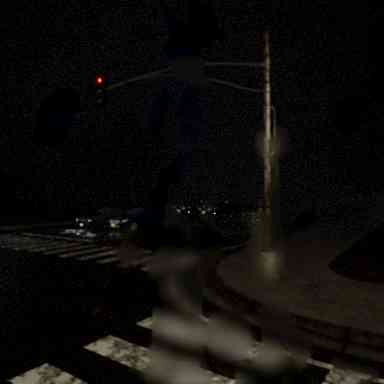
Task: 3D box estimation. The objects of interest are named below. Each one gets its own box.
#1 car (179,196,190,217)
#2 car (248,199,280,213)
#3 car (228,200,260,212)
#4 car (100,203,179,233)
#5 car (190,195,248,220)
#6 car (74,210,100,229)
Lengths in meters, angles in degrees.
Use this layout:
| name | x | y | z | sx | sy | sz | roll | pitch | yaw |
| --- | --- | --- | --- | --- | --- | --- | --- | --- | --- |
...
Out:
| name | x | y | z | sx | sy | sz | roll | pitch | yaw |
| --- | --- | --- | --- | --- | --- | --- | --- | --- | --- |
| car | 0.397 | 1.335 | 31.761 | 2.150 | 2.045 | 5.566 | -1 | 0 | 35 |
| car | 8.461 | 1.538 | 37.594 | 1.837 | 1.490 | 4.892 | -1 | 0 | 35 |
| car | 6.349 | 1.680 | 40.239 | 1.895 | 1.301 | 4.718 | -1 | 0 | 35 |
| car | -3.168 | 1.632 | 21.000 | 1.812 | 1.442 | 4.674 | -1 | 0 | 36 |
| car | 2.504 | 1.290 | 29.105 | 2.150 | 2.045 | 5.566 | -1 | 0 | 35 |
| car | -5.442 | 1.699 | 23.342 | 2.033 | 1.411 | 5.357 | -1 | 0 | 38 |
